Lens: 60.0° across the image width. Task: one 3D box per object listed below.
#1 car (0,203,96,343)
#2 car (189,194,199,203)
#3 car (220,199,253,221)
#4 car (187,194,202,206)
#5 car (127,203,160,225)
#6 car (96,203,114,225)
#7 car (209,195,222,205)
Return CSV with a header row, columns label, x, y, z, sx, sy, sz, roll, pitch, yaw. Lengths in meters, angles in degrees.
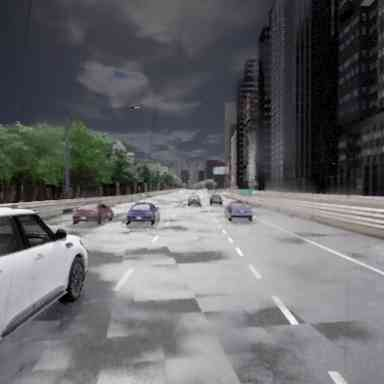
label,x,y,z,sx,sy,sz,roll,pitch,yaw
car,-3.397,1.216,5.041,2.150,2.045,5.566,0,0,0
car,0.405,1.183,62.292,1.882,1.535,5.008,0,1,1
car,3.618,1.470,26.365,2.033,1.411,5.357,0,0,1
car,0.354,1.346,49.377,1.812,1.442,4.674,0,0,1
car,-3.344,1.461,23.273,1.812,1.442,4.674,0,0,0
car,-6.843,1.460,23.278,1.812,1.442,4.674,0,0,0
car,3.799,1.234,53.170,2.033,1.649,4.856,0,1,1
